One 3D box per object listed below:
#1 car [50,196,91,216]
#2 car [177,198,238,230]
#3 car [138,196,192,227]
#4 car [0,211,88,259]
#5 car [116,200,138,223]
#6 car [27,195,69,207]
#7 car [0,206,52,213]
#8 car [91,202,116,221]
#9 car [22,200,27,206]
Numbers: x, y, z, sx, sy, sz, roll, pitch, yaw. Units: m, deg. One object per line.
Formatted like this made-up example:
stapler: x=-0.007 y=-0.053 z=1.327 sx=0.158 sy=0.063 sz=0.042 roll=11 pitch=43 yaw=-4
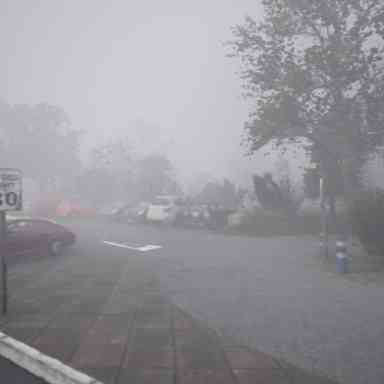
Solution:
car: x=-9.870 y=1.450 z=30.123 sx=2.185 sy=1.767 sz=4.553 roll=0 pitch=0 yaw=36
car: x=1.437 y=1.436 z=21.995 sx=2.185 sy=1.767 sz=4.553 roll=0 pitch=0 yaw=36
car: x=-0.790 y=1.313 z=23.670 sx=2.435 sy=2.045 sz=5.566 roll=0 pitch=0 yaw=36
car: x=-6.289 y=1.604 z=11.498 sx=2.002 sy=1.452 sz=4.674 roll=0 pitch=-1 yaw=36
car: x=-3.151 y=1.442 z=25.370 sx=2.185 sy=1.767 sz=4.553 roll=0 pitch=0 yaw=36
car: x=-12.198 y=1.327 z=31.870 sx=2.435 sy=2.045 sz=5.566 roll=0 pitch=0 yaw=36
car: x=-8.552 y=1.563 z=12.877 sx=1.946 sy=1.575 sz=5.366 roll=0 pitch=0 yaw=36
car: x=-5.412 y=1.444 z=26.996 sx=2.185 sy=1.767 sz=4.553 roll=0 pitch=0 yaw=36
car: x=-14.367 y=1.578 z=33.623 sx=1.946 sy=1.575 sz=5.366 roll=0 pitch=0 yaw=36
